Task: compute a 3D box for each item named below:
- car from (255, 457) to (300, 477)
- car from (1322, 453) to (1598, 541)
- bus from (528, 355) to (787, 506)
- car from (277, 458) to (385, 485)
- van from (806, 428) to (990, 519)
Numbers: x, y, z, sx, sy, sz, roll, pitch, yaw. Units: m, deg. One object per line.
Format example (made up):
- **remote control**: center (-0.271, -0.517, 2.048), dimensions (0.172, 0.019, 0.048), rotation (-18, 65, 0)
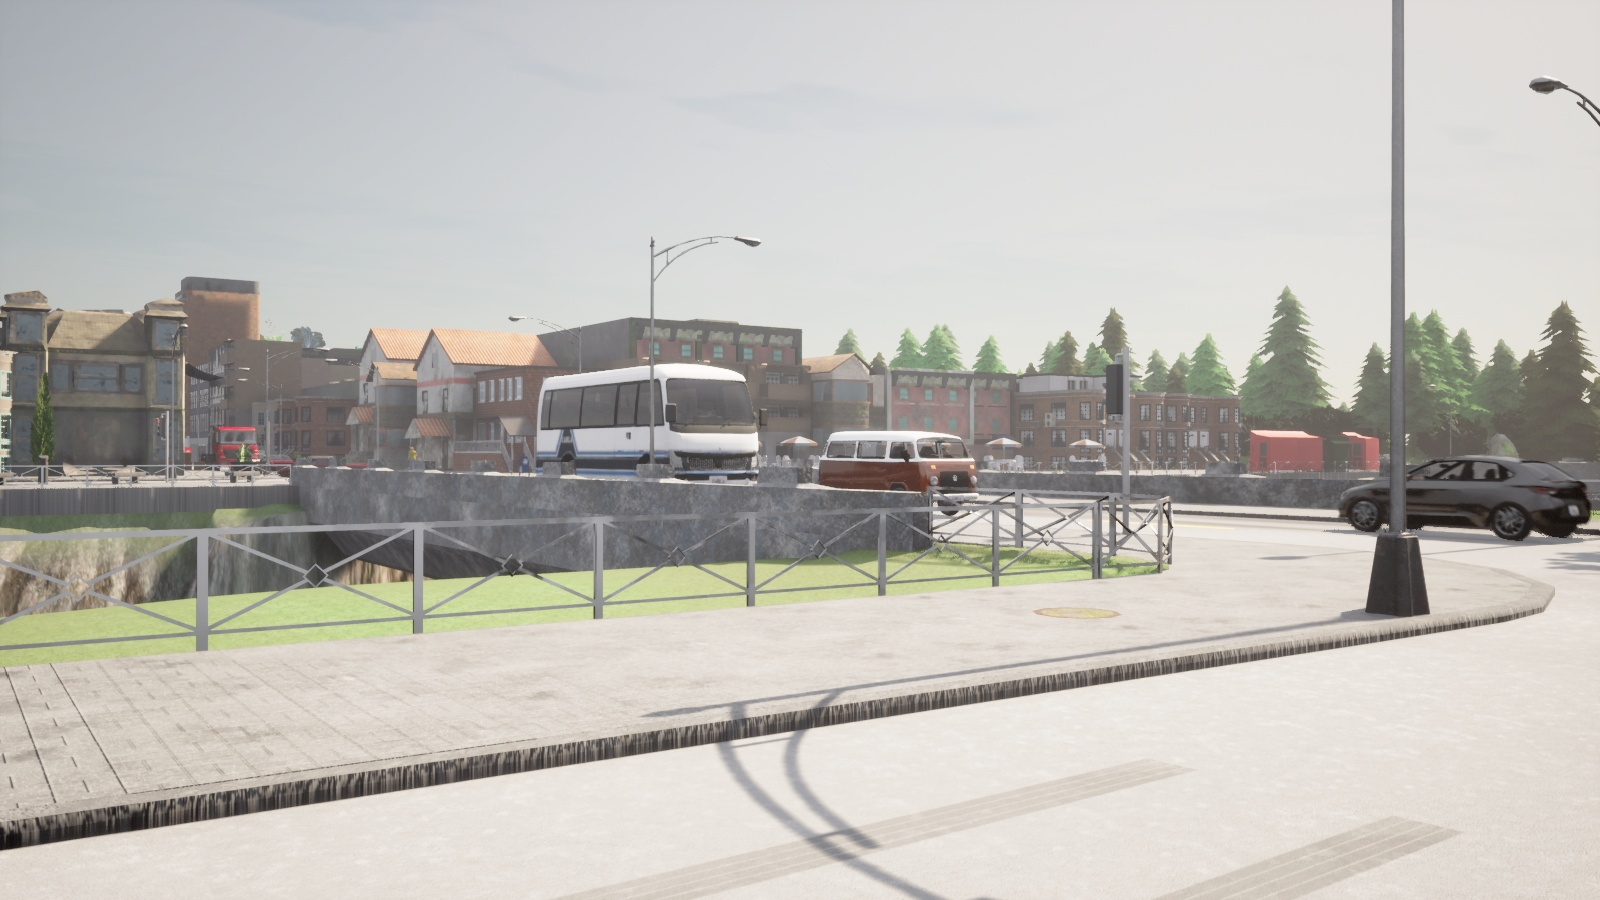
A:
- **car**: center (-34.913, 1.124, 83.837), dimensions (1.895, 1.301, 4.718), rotation (0, 0, -34)
- **car**: center (12.119, 0.790, 23.338), dimensions (1.816, 1.474, 4.193), rotation (0, 0, -32)
- **bus**: center (-4.949, -0.521, 40.840), dimensions (3.944, 4.253, 10.273), rotation (0, 0, -35)
- **car**: center (-23.027, 1.045, 61.842), dimensions (4.718, 1.301, 1.895), rotation (0, 0, -11)
- **van**: center (2.286, 0.538, 30.458), dimensions (2.069, 2.038, 4.480), rotation (0, 0, -35)
